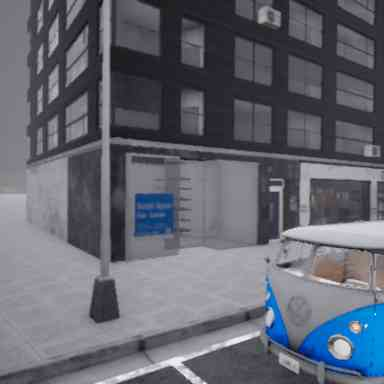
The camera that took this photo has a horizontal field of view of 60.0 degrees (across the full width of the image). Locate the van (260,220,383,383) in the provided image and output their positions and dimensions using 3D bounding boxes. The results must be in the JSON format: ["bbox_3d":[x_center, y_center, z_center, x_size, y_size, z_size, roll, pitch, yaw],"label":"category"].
[{"bbox_3d":[2.788,1.326,4.765,3.998,1.788,1.690,0,0,-34],"label":"van"}]
